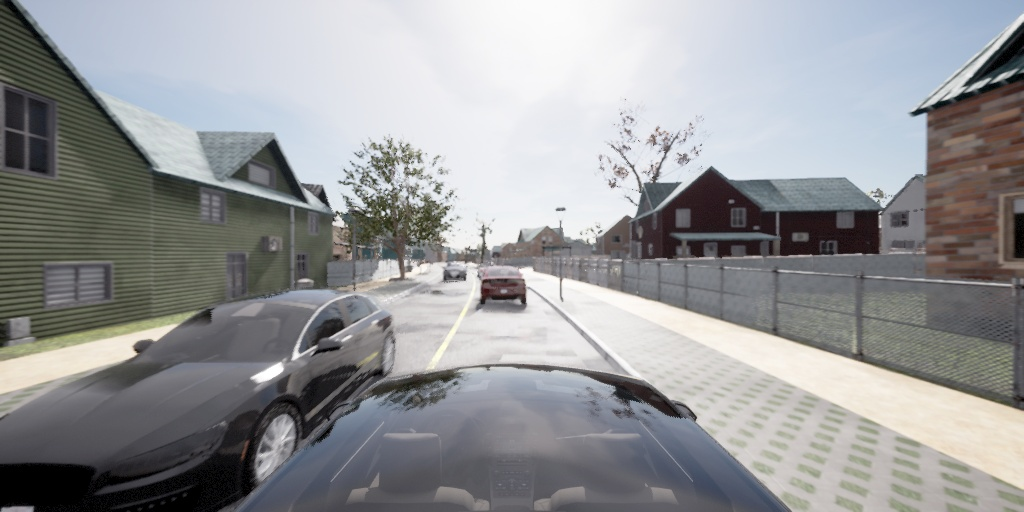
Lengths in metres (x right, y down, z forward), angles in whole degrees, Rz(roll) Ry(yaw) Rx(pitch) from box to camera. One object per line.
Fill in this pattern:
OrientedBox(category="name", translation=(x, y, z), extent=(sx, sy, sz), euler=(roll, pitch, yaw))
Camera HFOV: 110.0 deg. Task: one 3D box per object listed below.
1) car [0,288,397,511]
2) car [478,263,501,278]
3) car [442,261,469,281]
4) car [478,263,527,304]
OrientedBox(category="car", translation=(-2.925, 1.240, 4.519), extent=(1.837, 1.490, 4.892), euler=(0, 0, -1))
OrientedBox(category="car", translation=(-2.220, 1.317, 33.918), extent=(1.895, 1.301, 4.718), euler=(0, 0, -8))
OrientedBox(category="car", translation=(-4.571, 1.196, 29.172), extent=(2.128, 1.511, 4.902), euler=(0, 0, -6))
OrientedBox(category="car", translation=(-0.448, 1.164, 15.939), extent=(1.882, 1.535, 5.008), euler=(0, 0, -4))
